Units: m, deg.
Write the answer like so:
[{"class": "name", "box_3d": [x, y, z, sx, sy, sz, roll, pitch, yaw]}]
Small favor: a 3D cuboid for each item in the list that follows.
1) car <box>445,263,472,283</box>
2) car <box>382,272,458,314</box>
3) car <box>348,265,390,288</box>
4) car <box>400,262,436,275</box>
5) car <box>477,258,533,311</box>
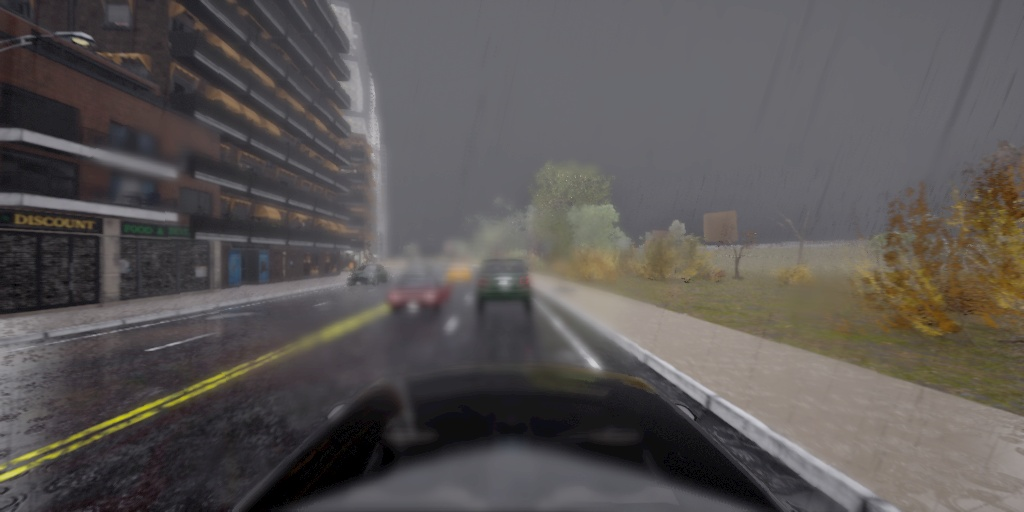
[{"class": "car", "box_3d": [-4.750, 1.595, 33.045, 1.882, 1.535, 5.008, 0, -1, -5]}, {"class": "car", "box_3d": [-3.580, 1.523, 14.887, 1.895, 1.301, 4.718, -1, -1, -2]}, {"class": "car", "box_3d": [-11.067, 1.481, 28.061, 2.097, 1.767, 4.553, -1, 0, -4]}, {"class": "car", "box_3d": [-7.954, 1.470, 30.014, 2.097, 1.767, 4.553, -1, 0, -4]}, {"class": "car", "box_3d": [-0.348, 1.116, 15.450, 2.150, 2.045, 5.566, -1, -1, -2]}]
